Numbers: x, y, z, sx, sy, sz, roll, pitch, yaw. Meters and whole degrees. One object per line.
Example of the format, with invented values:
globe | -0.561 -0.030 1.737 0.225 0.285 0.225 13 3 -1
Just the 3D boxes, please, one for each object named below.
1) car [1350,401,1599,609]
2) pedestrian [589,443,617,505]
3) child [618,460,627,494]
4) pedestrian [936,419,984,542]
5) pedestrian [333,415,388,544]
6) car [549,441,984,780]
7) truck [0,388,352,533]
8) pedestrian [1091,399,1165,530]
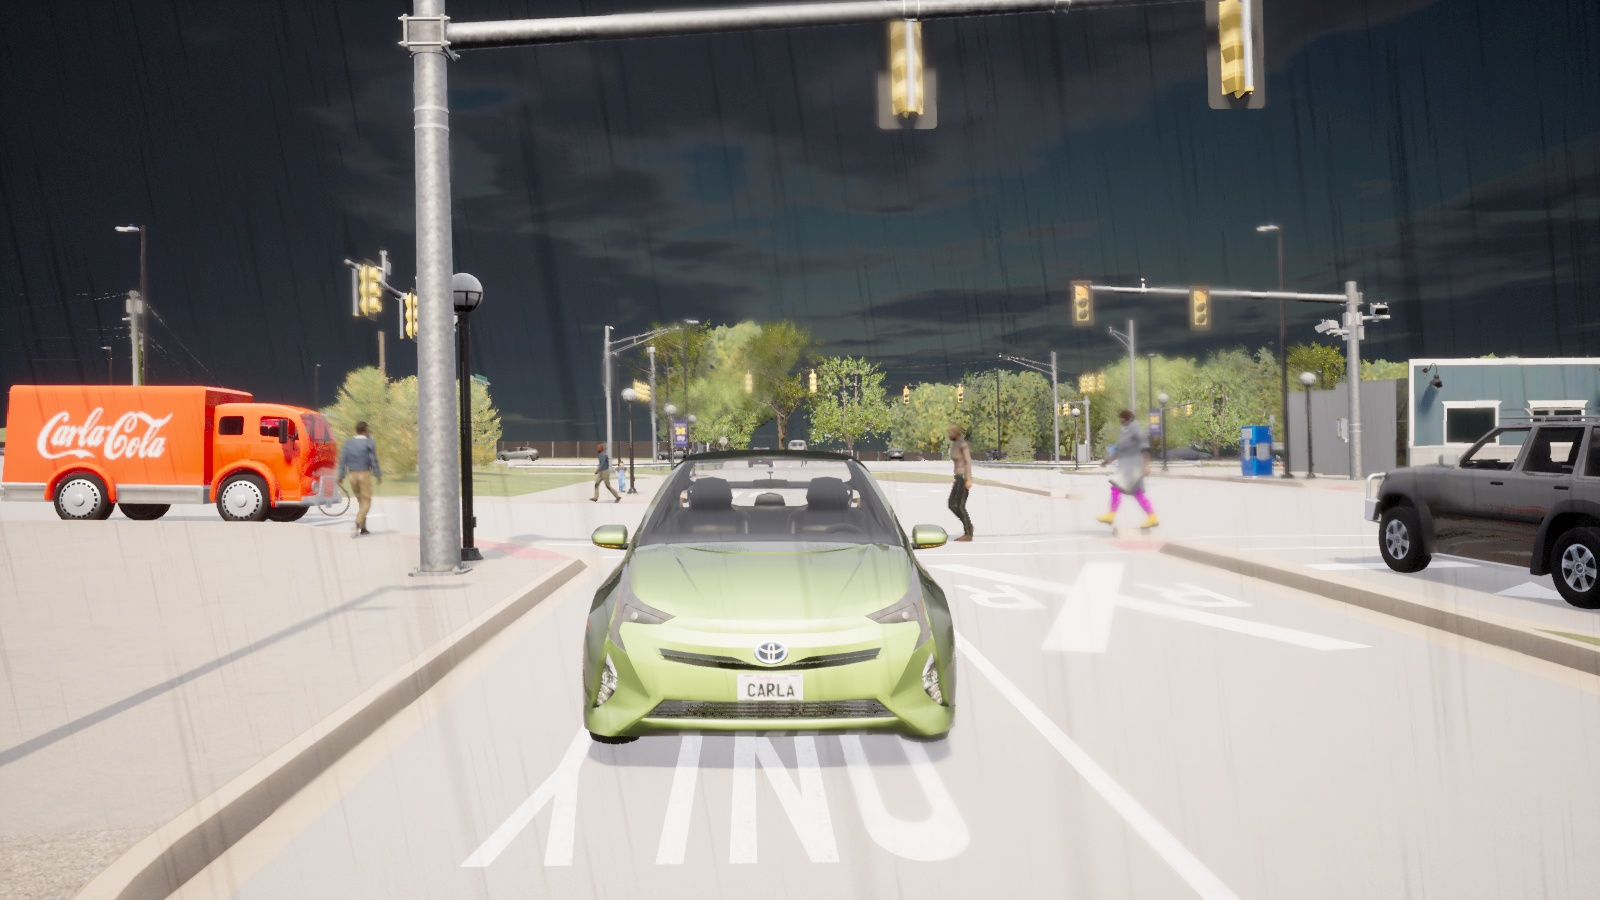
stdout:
car | 7.886 0.437 13.016 1.932 1.855 4.605 -1 1 -7
pedestrian | -5.970 0.721 38.046 0.726 1.835 0.370 -2 -1 -15
child | -6.635 0.997 46.832 0.270 1.263 0.437 -2 -1 -5
pedestrian | 2.447 0.457 19.220 0.634 1.846 0.331 -2 -1 0
pedestrian | -6.795 0.453 19.441 0.423 1.949 0.788 -2 -1 9
car | -0.205 0.725 8.079 2.007 1.525 4.514 0 1 -1
truck | -11.176 0.198 22.731 5.204 2.467 2.627 0 -1 -2
pedestrian | 5.011 0.223 19.215 0.873 1.952 0.659 -2 -1 -1
